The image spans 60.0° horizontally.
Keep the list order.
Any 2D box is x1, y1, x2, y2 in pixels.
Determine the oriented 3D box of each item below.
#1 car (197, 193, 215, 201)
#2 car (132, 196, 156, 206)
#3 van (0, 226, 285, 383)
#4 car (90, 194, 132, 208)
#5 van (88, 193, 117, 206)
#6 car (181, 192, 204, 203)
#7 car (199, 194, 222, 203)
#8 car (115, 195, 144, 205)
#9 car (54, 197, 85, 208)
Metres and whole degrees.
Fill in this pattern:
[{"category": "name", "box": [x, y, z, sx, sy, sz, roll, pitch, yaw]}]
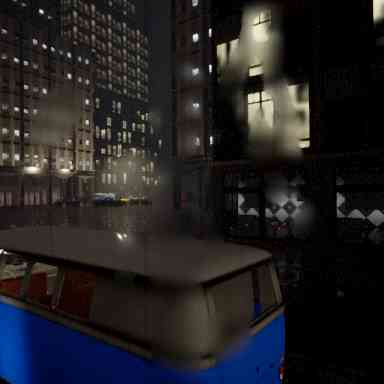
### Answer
[{"category": "car", "box": [3.137, 1.016, 73.233, 1.967, 1.590, 4.097, 0, 0, 36]}, {"category": "car", "box": [-6.731, 1.230, 45.557, 2.008, 1.369, 4.403, 0, 0, 36]}, {"category": "van", "box": [-1.020, 1.342, 3.616, 3.998, 1.788, 1.690, 0, -1, 35]}, {"category": "car", "box": [-10.060, 1.267, 41.007, 1.887, 1.381, 4.507, 0, 0, 36]}, {"category": "van", "box": [-13.517, 1.135, 50.473, 1.690, 1.788, 3.998, 0, 0, 36]}, {"category": "car", "box": [-0.074, 0.908, 54.656, 2.192, 1.841, 5.009, 0, 0, 36]}, {"category": "car", "box": [3.258, 1.100, 59.207, 2.008, 1.369, 4.403, 0, 0, 36]}, {"category": "car", "box": [-10.286, 1.278, 54.888, 1.752, 1.417, 4.829, 0, 0, 36]}, {"category": "car", "box": [-16.846, 1.403, 45.922, 1.947, 1.339, 4.313, 0, 0, 36]}]
